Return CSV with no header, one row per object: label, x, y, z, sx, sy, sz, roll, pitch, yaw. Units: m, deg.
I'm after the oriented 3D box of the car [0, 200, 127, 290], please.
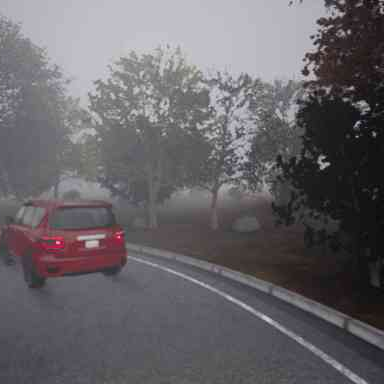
car,-3.874,1.229,9.530,2.150,2.045,5.566,0,0,-38
